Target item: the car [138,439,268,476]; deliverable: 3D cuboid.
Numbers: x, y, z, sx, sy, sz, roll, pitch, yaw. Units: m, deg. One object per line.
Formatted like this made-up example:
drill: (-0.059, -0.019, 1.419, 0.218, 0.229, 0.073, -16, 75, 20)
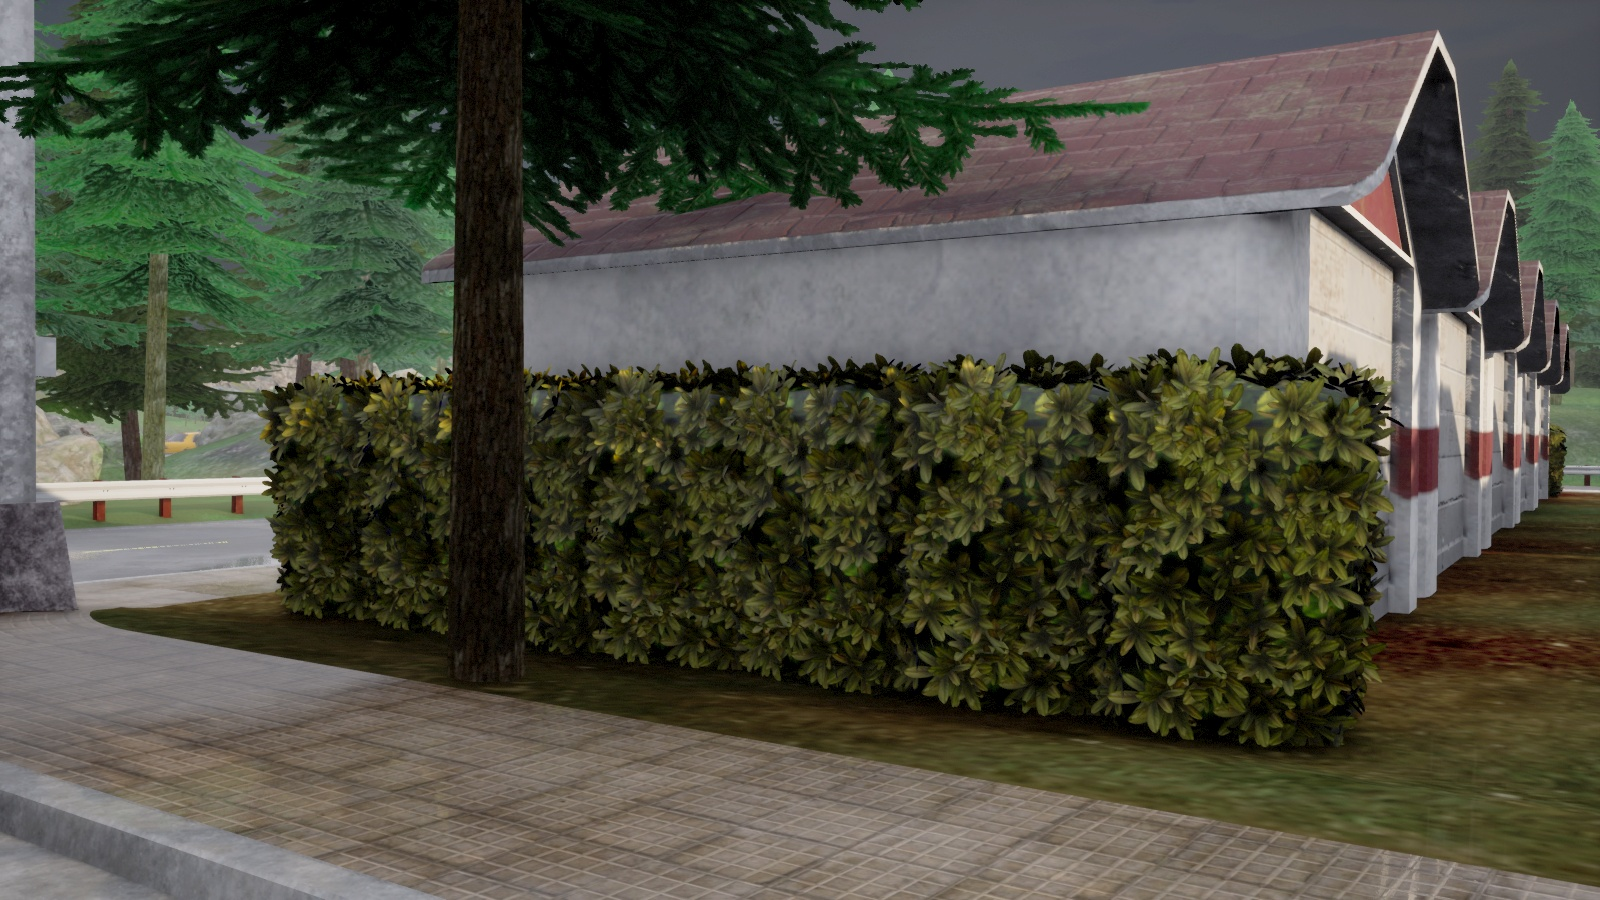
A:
car: (-27.981, 0.314, 59.039, 1.801, 1.575, 5.366, 0, 1, 34)
